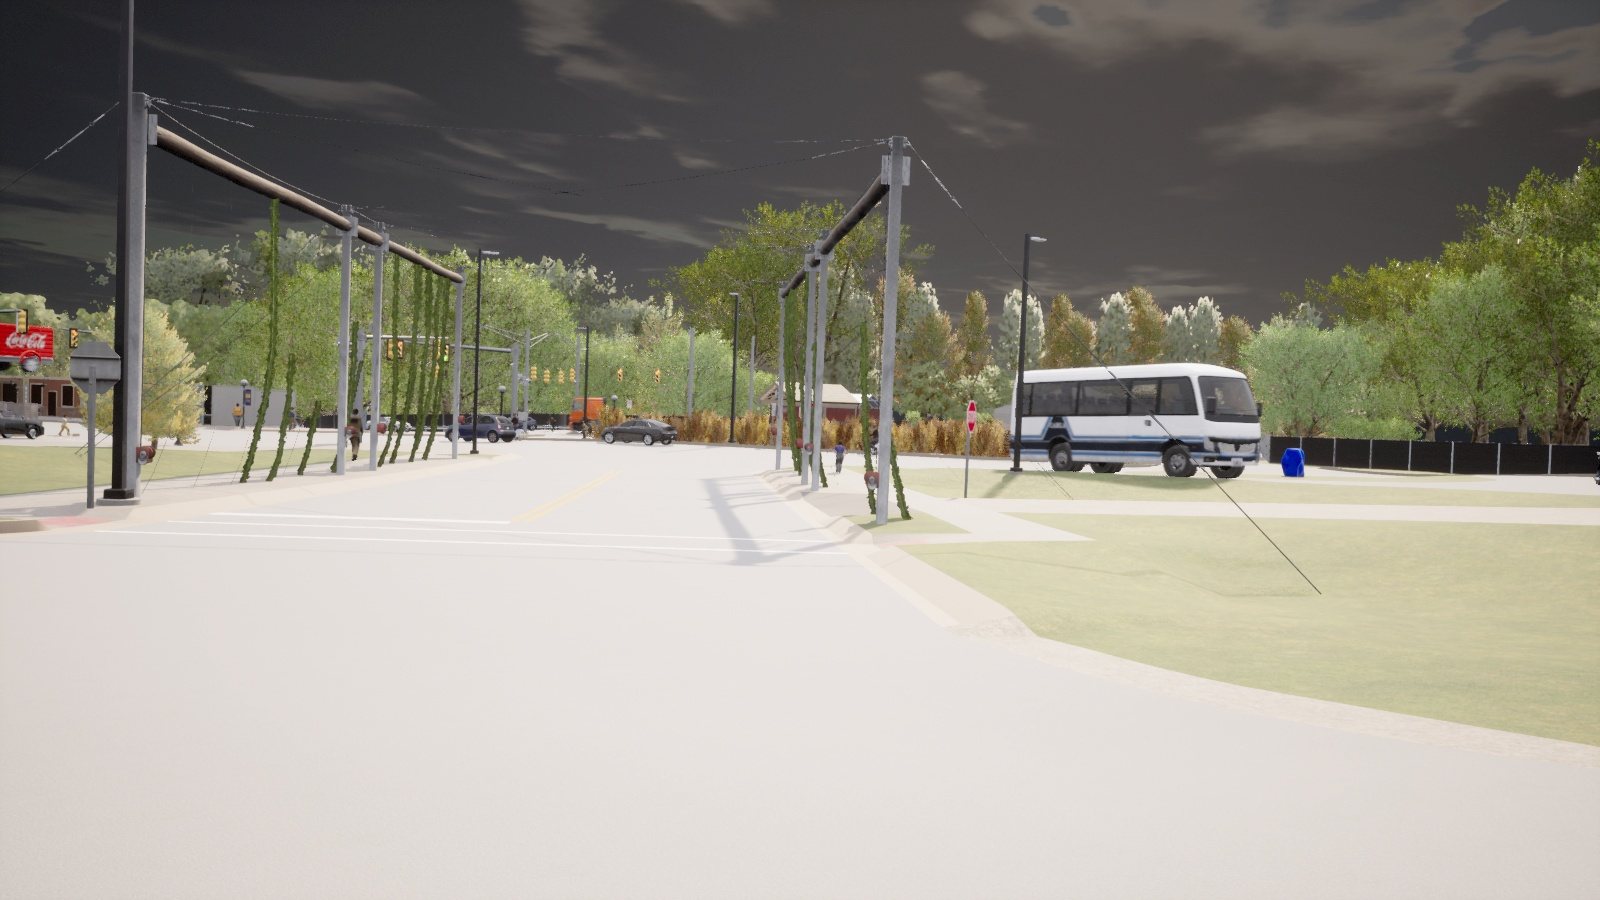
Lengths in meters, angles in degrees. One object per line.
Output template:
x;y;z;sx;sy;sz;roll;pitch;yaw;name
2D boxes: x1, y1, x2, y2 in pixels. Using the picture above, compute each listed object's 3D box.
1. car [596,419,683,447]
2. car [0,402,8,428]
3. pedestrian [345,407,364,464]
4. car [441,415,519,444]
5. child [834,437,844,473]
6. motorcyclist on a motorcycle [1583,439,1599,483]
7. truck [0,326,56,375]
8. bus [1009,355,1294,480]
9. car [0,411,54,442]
-9.357;-1.018;72.966;4.892;1.490;1.837;2;3;31;car
-53.704;-2.293;80.740;5.027;1.651;2.152;2;2;21;car
-15.123;-0.499;42.626;0.396;1.930;0.692;2;2;-6;pedestrian
-18.535;-1.214;72.725;3.988;1.617;1.851;1;2;20;car
1.408;0.160;45.024;0.270;1.263;0.437;2;2;-4;child
30.132;0.435;46.592;0.866;1.590;1.817;2;1;-4;motorcyclist on a motorcycle
-43.539;-5.457;67.822;2.627;2.467;5.204;5;3;21;truck
13.047;-1.152;47.890;3.944;4.253;10.273;0;1;-34;bus
-39.772;-1.179;61.965;2.128;1.511;4.902;2;1;16;car
